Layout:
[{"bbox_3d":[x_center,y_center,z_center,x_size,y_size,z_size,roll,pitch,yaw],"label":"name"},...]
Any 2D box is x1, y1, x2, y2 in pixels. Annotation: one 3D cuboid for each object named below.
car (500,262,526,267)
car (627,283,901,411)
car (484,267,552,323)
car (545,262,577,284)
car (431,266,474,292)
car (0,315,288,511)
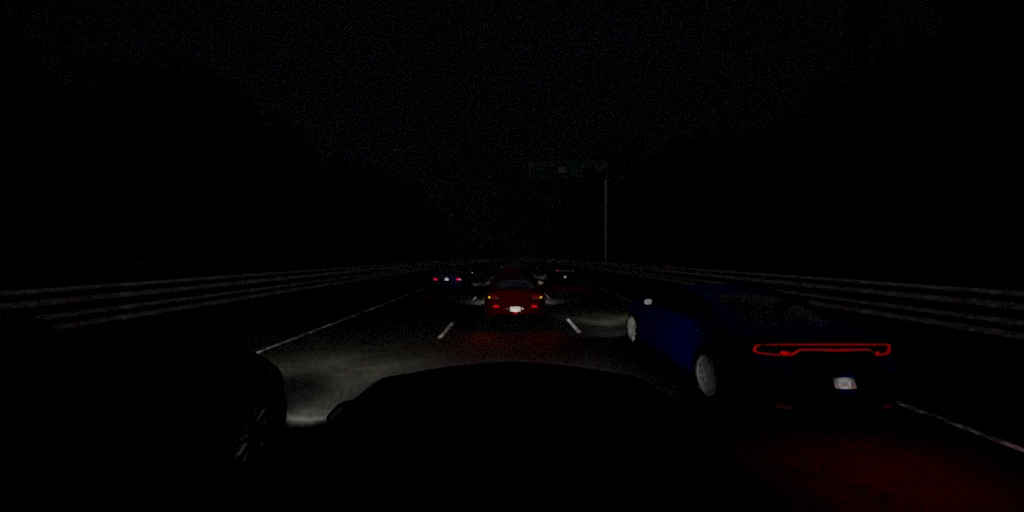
[{"bbox_3d":[0.087,1.189,28.171,1.882,1.535,5.008,0,0,0],"label":"car"},{"bbox_3d":[3.597,1.219,6.350,1.882,1.535,5.008,0,0,0],"label":"car"},{"bbox_3d":[0.080,1.258,11.935,1.812,1.442,4.674,0,0,0],"label":"car"},{"bbox_3d":[3.588,1.204,26.614,2.128,1.511,4.902,0,0,0],"label":"car"},{"bbox_3d":[-3.411,1.267,21.212,2.033,1.411,5.357,0,0,0],"label":"car"},{"bbox_3d":[-3.406,1.102,1.896,2.097,1.767,4.553,0,0,0],"label":"car"}]
